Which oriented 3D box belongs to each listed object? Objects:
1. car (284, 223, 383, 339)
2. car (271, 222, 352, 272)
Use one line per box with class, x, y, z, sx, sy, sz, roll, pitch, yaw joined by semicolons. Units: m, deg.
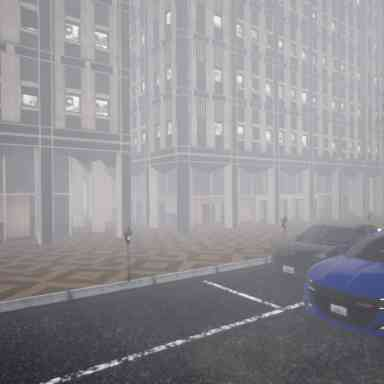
car;4.209;1.478;6.401;5.008;1.535;1.882;0;0;-36
car;4.178;1.567;9.575;4.313;1.339;1.947;0;-1;-36
